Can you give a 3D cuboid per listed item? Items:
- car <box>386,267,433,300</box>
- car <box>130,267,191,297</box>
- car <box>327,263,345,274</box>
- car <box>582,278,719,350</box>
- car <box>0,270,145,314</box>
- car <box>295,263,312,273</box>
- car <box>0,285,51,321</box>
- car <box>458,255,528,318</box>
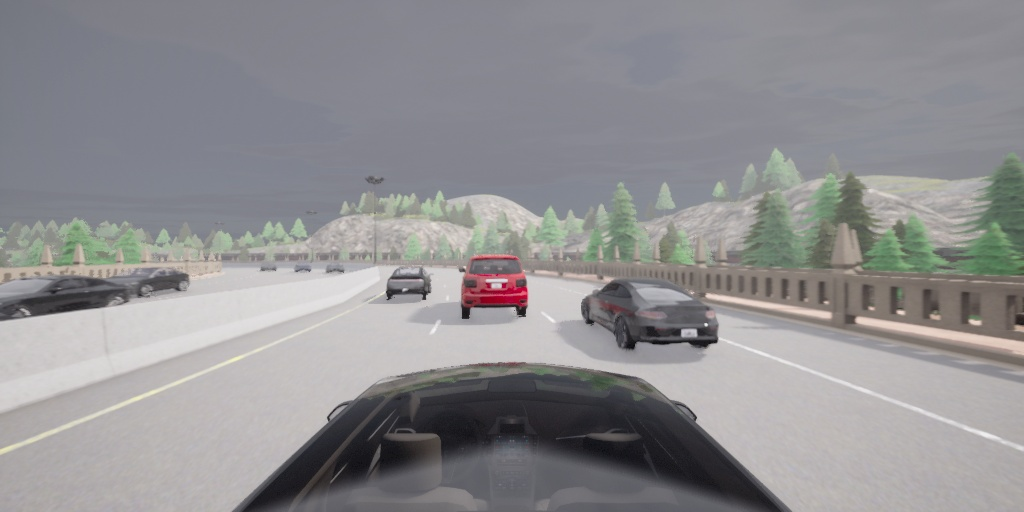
[{"bbox_3d":[-5.063,1.290,17.994,2.128,1.511,4.902,0,0,-10],"label":"car"},{"bbox_3d":[-19.794,1.370,19.469,2.128,1.511,4.902,0,0,-13],"label":"car"},{"bbox_3d":[-22.643,1.572,45.999,1.994,1.385,4.181,0,0,-29],"label":"car"},{"bbox_3d":[3.130,1.271,8.951,1.812,1.442,4.674,0,0,-4],"label":"car"},{"bbox_3d":[-14.843,1.355,11.385,1.812,1.442,4.674,0,0,-7],"label":"car"},{"bbox_3d":[-29.282,1.633,50.302,2.033,1.411,5.357,0,0,-33],"label":"car"},{"bbox_3d":[-10.867,1.363,5.588,1.994,1.385,4.181,0,0,-3],"label":"car"},{"bbox_3d":[-0.788,0.991,13.362,2.150,2.045,5.566,0,0,-7],"label":"car"}]
